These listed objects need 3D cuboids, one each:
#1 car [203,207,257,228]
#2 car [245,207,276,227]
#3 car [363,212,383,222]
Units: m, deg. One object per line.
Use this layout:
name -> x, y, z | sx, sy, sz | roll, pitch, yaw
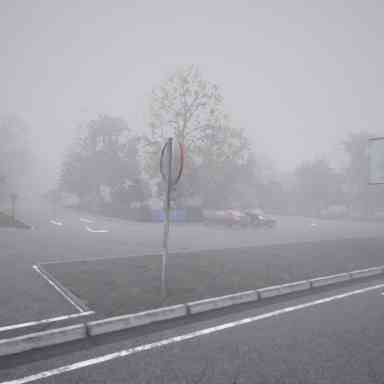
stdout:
car -> 2.915, 2.245, 28.518 | 2.002, 1.452, 4.674 | 3, -2, -36
car -> 5.467, 2.211, 30.407 | 2.185, 1.767, 4.553 | 3, -2, -35
car -> 25.351, 3.397, 44.389 | 2.002, 1.452, 4.674 | 3, -2, -35
